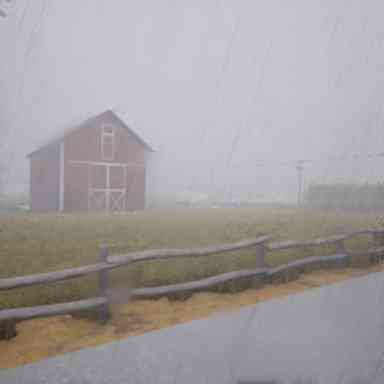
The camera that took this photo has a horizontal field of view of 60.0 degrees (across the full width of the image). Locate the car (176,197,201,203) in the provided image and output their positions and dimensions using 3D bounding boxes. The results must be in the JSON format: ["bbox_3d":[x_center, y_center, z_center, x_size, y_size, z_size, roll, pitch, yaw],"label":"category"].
[{"bbox_3d":[-0.321,1.721,58.859,2.097,1.767,4.553,1,0,-35],"label":"car"}]

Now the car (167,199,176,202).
[{"bbox_3d":[-2.434,1.947,66.469,5.357,1.411,2.033,0,0,33],"label":"car"}]

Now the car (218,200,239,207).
[{"bbox_3d":[5.935,1.970,55.610,1.994,1.385,4.181,1,0,-35],"label":"car"}]

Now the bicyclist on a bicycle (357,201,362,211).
[{"bbox_3d":[20.586,1.895,40.699,1.656,1.620,0.582,1,0,-35],"label":"bicyclist on a bicycle"}]
